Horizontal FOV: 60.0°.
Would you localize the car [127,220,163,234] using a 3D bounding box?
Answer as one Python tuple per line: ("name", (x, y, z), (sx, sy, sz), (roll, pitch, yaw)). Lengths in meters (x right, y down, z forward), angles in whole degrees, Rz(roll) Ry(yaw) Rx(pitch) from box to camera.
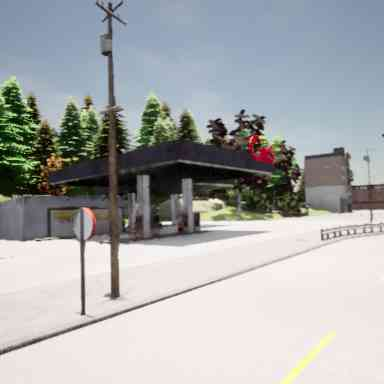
("car", (-4.582, 3.200, 32.034), (1.845, 1.501, 3.633), (-4, -4, 39))
